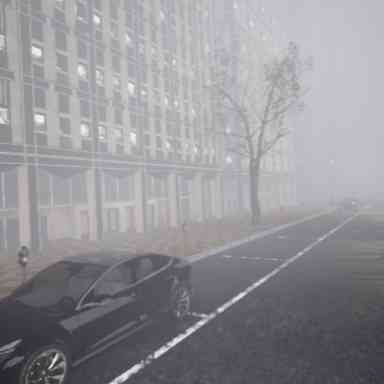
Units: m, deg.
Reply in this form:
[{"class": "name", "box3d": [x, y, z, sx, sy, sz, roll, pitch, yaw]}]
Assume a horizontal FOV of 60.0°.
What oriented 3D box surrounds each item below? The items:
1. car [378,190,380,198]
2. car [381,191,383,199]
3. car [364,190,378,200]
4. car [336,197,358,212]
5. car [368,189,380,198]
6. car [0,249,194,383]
[{"class": "car", "box3d": [36.638, 0.798, 67.937, 1.802, 1.307, 4.206, -3, -1, 31]}, {"class": "car", "box3d": [39.927, 0.572, 68.157, 2.128, 1.511, 4.902, -3, -1, 31]}, {"class": "car", "box3d": [33.607, 0.816, 62.979, 1.752, 1.417, 4.829, -3, -1, 31]}, {"class": "car", "box3d": [16.056, 1.262, 34.238, 2.008, 1.369, 4.403, -3, -1, 31]}, {"class": "car", "box3d": [42.504, 0.388, 77.570, 2.192, 1.841, 5.009, -3, -1, 31]}, {"class": "car", "box3d": [-1.584, 1.693, 5.353, 1.947, 1.339, 4.313, -3, -1, 31]}]
